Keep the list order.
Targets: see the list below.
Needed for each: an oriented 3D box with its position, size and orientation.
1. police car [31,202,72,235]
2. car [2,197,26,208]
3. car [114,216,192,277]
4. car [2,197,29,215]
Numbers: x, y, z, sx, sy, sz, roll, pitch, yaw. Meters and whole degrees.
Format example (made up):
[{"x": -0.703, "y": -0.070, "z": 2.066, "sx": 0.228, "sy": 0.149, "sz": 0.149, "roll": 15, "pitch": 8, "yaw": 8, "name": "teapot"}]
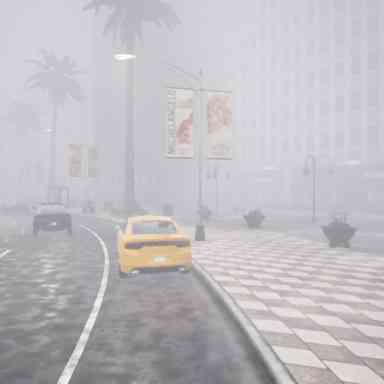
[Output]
[{"x": -8.090, "y": 1.420, "z": 19.091, "sx": 1.930, "sy": 1.638, "sz": 5.238, "roll": 0, "pitch": 0, "yaw": -26, "name": "police car"}, {"x": -25.899, "y": 1.461, "z": 48.418, "sx": 2.231, "sy": 1.521, "sz": 4.892, "roll": 0, "pitch": 0, "yaw": -39, "name": "car"}, {"x": -1.364, "y": 1.477, "z": 10.428, "sx": 1.882, "sy": 1.535, "sz": 5.008, "roll": 0, "pitch": 0, "yaw": -14, "name": "car"}, {"x": -17.623, "y": 1.512, "z": 33.138, "sx": 1.812, "sy": 1.442, "sz": 4.674, "roll": 0, "pitch": 0, "yaw": -38, "name": "car"}]
